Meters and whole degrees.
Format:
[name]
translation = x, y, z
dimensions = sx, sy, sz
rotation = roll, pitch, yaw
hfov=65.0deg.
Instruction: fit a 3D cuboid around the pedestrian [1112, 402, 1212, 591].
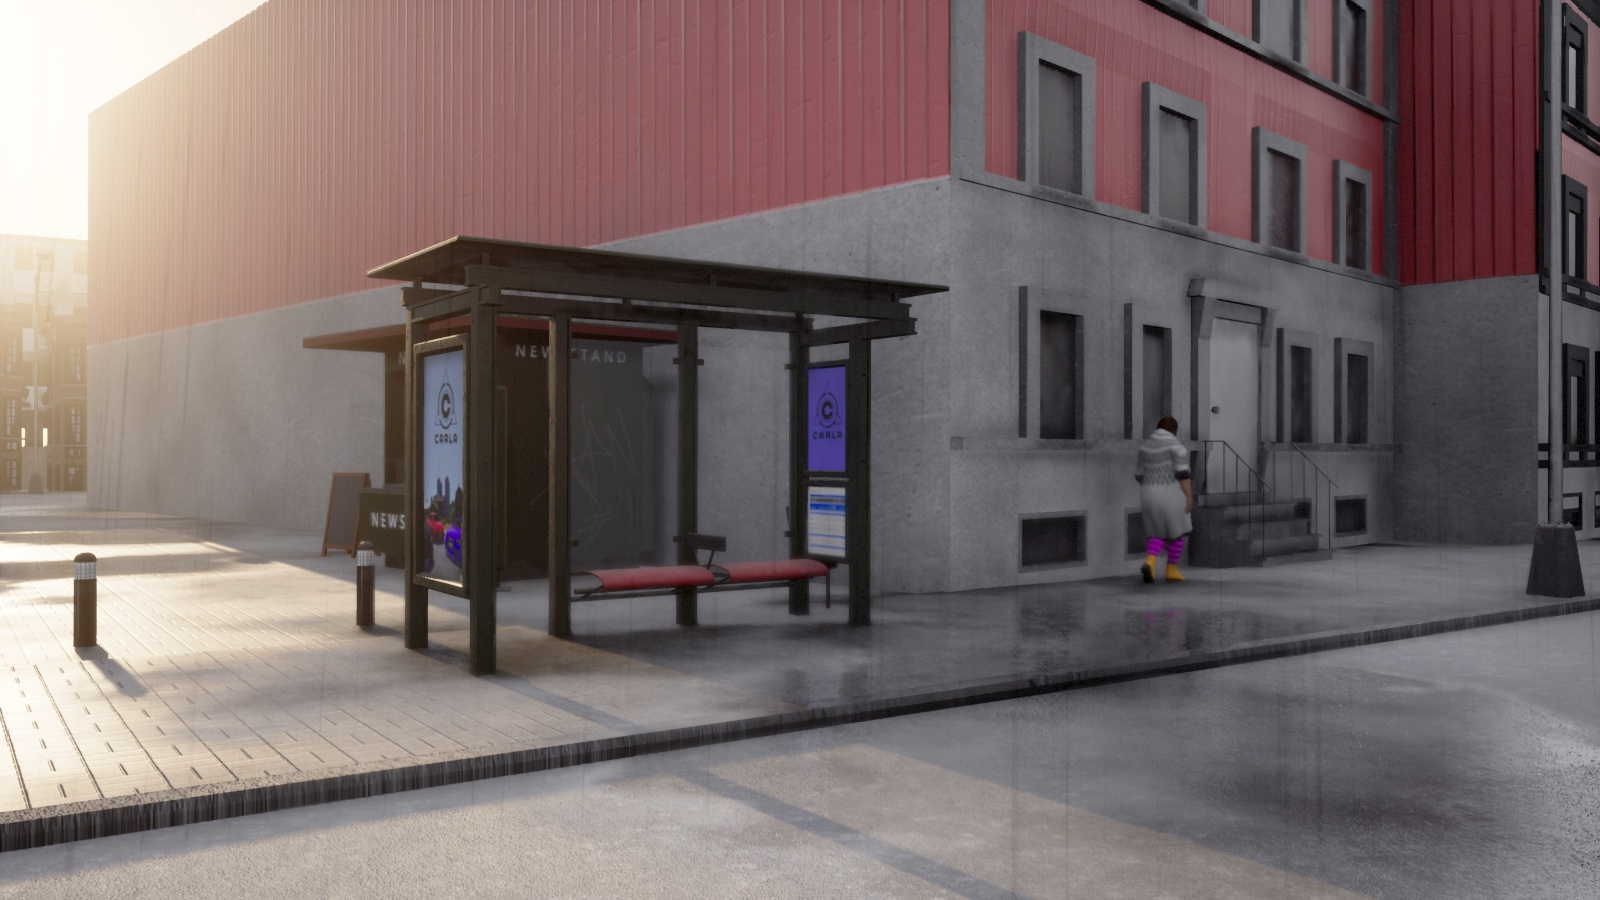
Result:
[pedestrian]
translation = 3.880, 0.479, 13.461
dimensions = 0.873, 1.952, 0.659
rotation = 0, 0, -42
